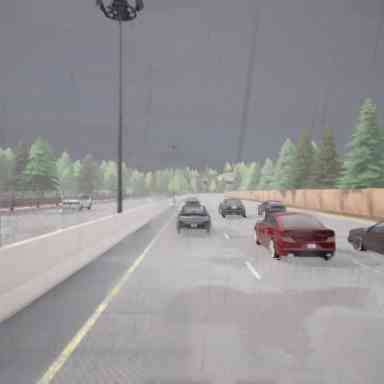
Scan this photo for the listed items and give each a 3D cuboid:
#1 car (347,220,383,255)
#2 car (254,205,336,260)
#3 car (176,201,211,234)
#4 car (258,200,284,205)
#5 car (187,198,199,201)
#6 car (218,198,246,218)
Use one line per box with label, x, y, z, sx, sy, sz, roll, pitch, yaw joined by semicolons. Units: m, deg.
car;7.096;1.548;10.786;2.033;1.411;5.357;0;0;0
car;3.601;1.478;12.503;1.882;1.535;5.008;0;0;0
car;0.103;1.492;19.290;2.128;1.511;4.902;0;0;0
car;7.104;1.506;29.865;1.837;1.490;4.892;0;0;0
car;0.106;1.506;40.218;1.837;1.490;4.892;0;0;0
car;3.604;1.353;30.582;2.097;1.767;4.553;0;0;0
